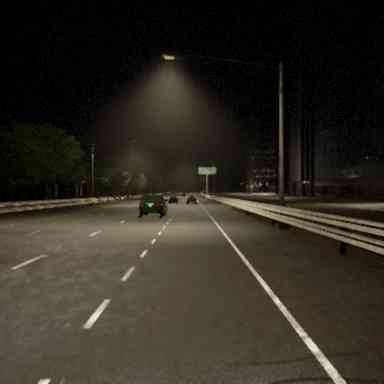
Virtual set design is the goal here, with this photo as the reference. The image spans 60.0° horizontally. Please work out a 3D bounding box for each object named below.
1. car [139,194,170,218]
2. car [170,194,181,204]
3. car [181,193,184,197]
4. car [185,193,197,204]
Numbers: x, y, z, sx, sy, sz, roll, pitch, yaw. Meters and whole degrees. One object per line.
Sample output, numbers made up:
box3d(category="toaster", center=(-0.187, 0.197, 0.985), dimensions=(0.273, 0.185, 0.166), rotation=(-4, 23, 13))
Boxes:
box3d(category="car", center=(-3.536, 1.237, 30.647), dimensions=(2.150, 2.045, 5.566), rotation=(0, 0, 0))
box3d(category="car", center=(-3.699, 1.571, 66.663), dimensions=(1.812, 1.442, 4.674), rotation=(0, 0, 0))
box3d(category="car", center=(-3.825, 1.406, 84.524), dimensions=(2.097, 1.767, 4.553), rotation=(0, 0, 0))
box3d(category="car", center=(-0.089, 1.547, 65.077), dimensions=(1.837, 1.490, 4.892), rotation=(0, 0, 0))
